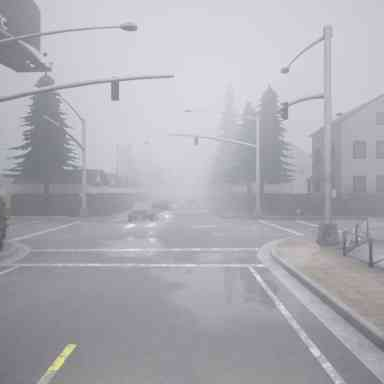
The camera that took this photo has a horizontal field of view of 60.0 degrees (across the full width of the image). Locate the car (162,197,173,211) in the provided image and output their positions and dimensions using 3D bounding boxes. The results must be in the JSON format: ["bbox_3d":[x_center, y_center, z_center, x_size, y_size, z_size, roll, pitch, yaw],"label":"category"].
[{"bbox_3d":[-3.664,1.600,40.056,1.895,1.301,4.718,0,0,0],"label":"car"}]

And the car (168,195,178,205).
[{"bbox_3d":[-3.600,1.364,59.493,2.097,1.767,4.553,0,0,0],"label":"car"}]

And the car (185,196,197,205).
[{"bbox_3d":[-0.100,1.491,59.300,2.128,1.511,4.902,0,0,0],"label":"car"}]

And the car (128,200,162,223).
[{"bbox_3d":[-3.654,1.482,25.362,1.812,1.442,4.674,-1,-1,0],"label":"car"}]
